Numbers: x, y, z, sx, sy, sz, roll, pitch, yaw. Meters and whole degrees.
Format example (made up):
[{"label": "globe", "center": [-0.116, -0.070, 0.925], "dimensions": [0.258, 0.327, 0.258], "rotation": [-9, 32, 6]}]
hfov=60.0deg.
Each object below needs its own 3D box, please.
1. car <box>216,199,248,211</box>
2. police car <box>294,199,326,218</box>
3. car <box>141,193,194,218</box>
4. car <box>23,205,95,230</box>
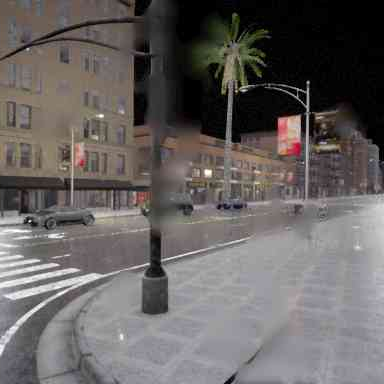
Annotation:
[{"label": "car", "center": [4.681, 1.532, 38.983], "dimensions": [1.895, 1.301, 4.718], "rotation": [1, 0, 36]}, {"label": "police car", "center": [11.150, 1.466, 31.104], "dimensions": [1.930, 1.638, 5.238], "rotation": [1, 0, 35]}, {"label": "car", "center": [-2.064, 1.154, 29.510], "dimensions": [2.150, 2.045, 5.566], "rotation": [1, 1, 36]}, {"label": "car", "center": [-8.220, 1.499, 20.857], "dimensions": [1.994, 1.385, 4.181], "rotation": [1, 0, 36]}]
